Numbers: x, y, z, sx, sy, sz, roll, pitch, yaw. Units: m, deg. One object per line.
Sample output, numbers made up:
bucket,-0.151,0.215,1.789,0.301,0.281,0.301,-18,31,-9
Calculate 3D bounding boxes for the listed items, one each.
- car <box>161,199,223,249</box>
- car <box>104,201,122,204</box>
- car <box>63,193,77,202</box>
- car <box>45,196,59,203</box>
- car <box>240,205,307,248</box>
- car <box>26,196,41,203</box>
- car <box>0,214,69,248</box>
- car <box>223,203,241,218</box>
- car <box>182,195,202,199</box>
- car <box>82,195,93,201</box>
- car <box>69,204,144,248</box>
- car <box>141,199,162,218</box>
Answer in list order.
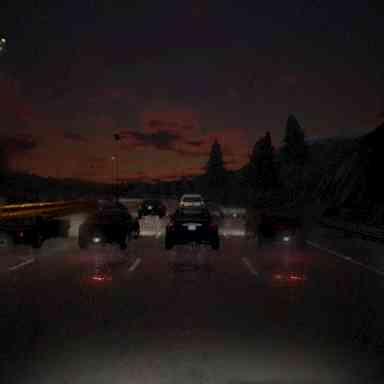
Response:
car,0.005,1.363,14.605,2.097,1.767,4.553,0,0,0
car,-6.976,1.530,29.643,1.812,1.442,4.674,0,0,0
car,-25.348,1.200,69.254,2.150,2.045,5.566,0,0,-13
car,-28.736,1.529,68.377,1.994,1.385,4.181,0,0,-13
car,3.505,1.514,14.630,1.837,1.490,4.892,0,0,0
car,-32.116,1.518,67.471,2.033,1.411,5.357,0,0,-13
car,-6.995,1.613,14.673,1.895,1.301,4.718,0,0,0
car,3.524,1.614,29.660,1.895,1.301,4.718,0,0,0
car,0.024,1.255,29.665,2.150,2.045,5.566,0,0,0
car,-21.974,1.450,70.189,1.882,1.535,5.008,0,0,-13
car,-3.495,1.513,14.639,1.837,1.490,4.892,0,0,0
car,-3.476,1.363,29.609,2.097,1.767,4.553,0,0,0
